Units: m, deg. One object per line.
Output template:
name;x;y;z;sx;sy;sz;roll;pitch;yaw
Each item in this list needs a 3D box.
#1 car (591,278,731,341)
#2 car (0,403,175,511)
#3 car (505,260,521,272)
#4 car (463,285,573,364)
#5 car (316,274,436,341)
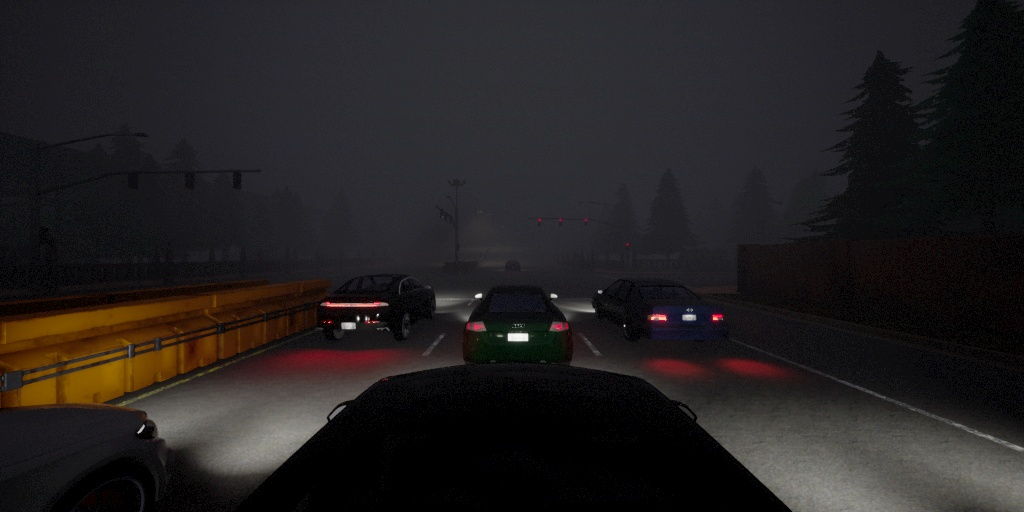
car;3.600;1.297;9.793;2.033;1.411;5.357;0;0;0
car;-3.403;1.276;0.651;1.812;1.442;4.674;0;0;0
car;0.100;1.228;45.169;1.882;1.535;5.008;0;0;0
car;0.099;1.314;7.936;1.994;1.385;4.181;0;0;0
car;-3.400;1.241;9.887;2.128;1.511;4.902;0;0;0
